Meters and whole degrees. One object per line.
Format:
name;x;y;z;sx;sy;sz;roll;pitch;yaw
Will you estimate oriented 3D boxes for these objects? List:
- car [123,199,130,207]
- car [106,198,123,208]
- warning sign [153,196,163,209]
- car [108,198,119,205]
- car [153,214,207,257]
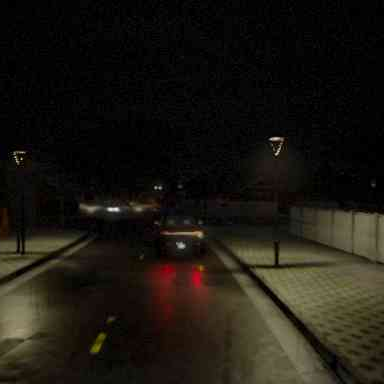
car;-13.429;2.175;65.537;1.837;1.490;4.892;0;0;-22
car;-14.666;2.137;61.032;2.128;1.511;4.902;0;0;-21
warning sign;-5.107;1.607;50.192;1.300;1.860;1.060;1;0;-17
car;-18.536;2.167;78.323;2.128;1.511;4.902;0;-1;-20
car;-0.530;1.626;13.560;2.128;1.511;4.902;0;-1;-4
